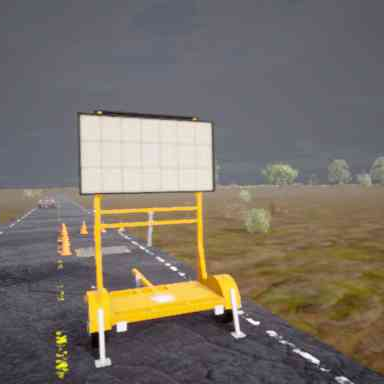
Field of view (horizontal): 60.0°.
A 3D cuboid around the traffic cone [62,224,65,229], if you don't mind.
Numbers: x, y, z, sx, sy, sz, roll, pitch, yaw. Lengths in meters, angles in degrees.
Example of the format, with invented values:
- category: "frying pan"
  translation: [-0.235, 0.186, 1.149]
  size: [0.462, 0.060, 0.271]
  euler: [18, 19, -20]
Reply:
- category: "traffic cone"
  translation: [-6.032, 1.945, 15.688]
  size: [0.340, 0.580, 0.340]
  euler: [-1, 0, -22]

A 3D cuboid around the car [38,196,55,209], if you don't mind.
- category: "car"
  translation: [-20.566, 1.384, 47.145]
  size: [2.097, 1.767, 4.553]
  euler: [-1, 0, -22]

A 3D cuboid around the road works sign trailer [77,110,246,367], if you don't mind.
- category: "road works sign trailer"
  translation: [-0.771, 0.425, 5.948]
  size: [2.380, 3.560, 2.880]
  euler: [-1, 0, -22]

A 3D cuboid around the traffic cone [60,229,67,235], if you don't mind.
- category: "traffic cone"
  translation: [-5.285, 1.945, 13.833]
  size: [0.340, 0.580, 0.340]
  euler: [-1, 0, -22]

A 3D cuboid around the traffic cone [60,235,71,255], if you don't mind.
- category: "traffic cone"
  translation: [-4.538, 1.944, 11.977]
  size: [0.340, 0.580, 0.340]
  euler: [-1, 0, -22]
